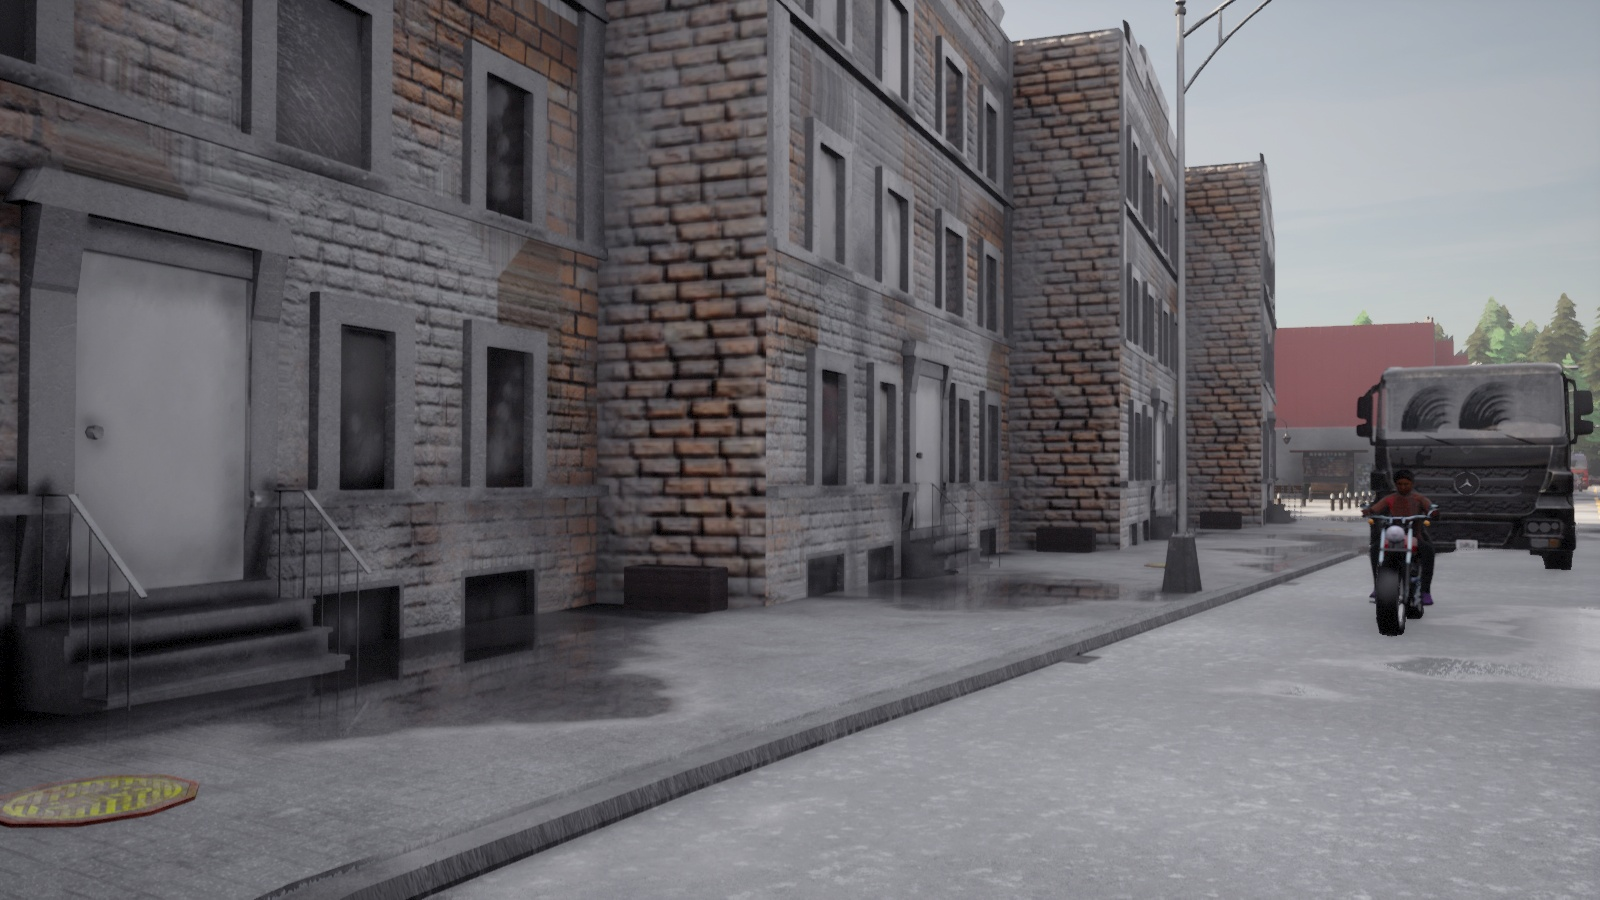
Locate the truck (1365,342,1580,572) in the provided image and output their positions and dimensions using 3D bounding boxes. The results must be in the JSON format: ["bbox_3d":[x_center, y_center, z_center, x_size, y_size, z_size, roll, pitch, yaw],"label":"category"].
[{"bbox_3d":[12.529,0.167,22.992,2.891,3.462,7.936,-1,-1,32],"label":"truck"}]

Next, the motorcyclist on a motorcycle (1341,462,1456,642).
[{"bbox_3d":[6.125,0.955,12.773,0.766,1.649,2.350,-1,-1,32],"label":"motorcyclist on a motorcycle"}]
